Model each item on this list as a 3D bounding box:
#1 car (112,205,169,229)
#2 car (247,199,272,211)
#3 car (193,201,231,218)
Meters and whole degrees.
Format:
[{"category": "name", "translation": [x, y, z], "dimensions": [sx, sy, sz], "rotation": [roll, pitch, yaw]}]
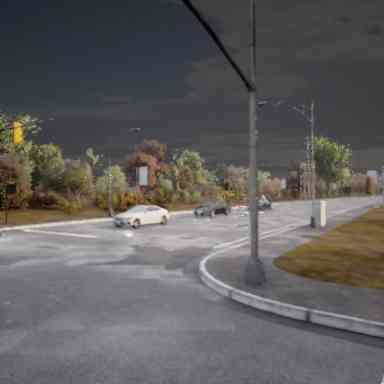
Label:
[{"category": "car", "translation": [-3.455, 1.652, 23.267], "dimensions": [1.812, 1.442, 4.674], "rotation": [-1, 0, 33]}, {"category": "car", "translation": [8.523, 1.606, 41.722], "dimensions": [1.812, 1.442, 4.674], "rotation": [-1, 0, 33]}, {"category": "car", "translation": [1.982, 1.597, 31.656], "dimensions": [2.128, 1.511, 4.902], "rotation": [-1, 0, 33]}]
